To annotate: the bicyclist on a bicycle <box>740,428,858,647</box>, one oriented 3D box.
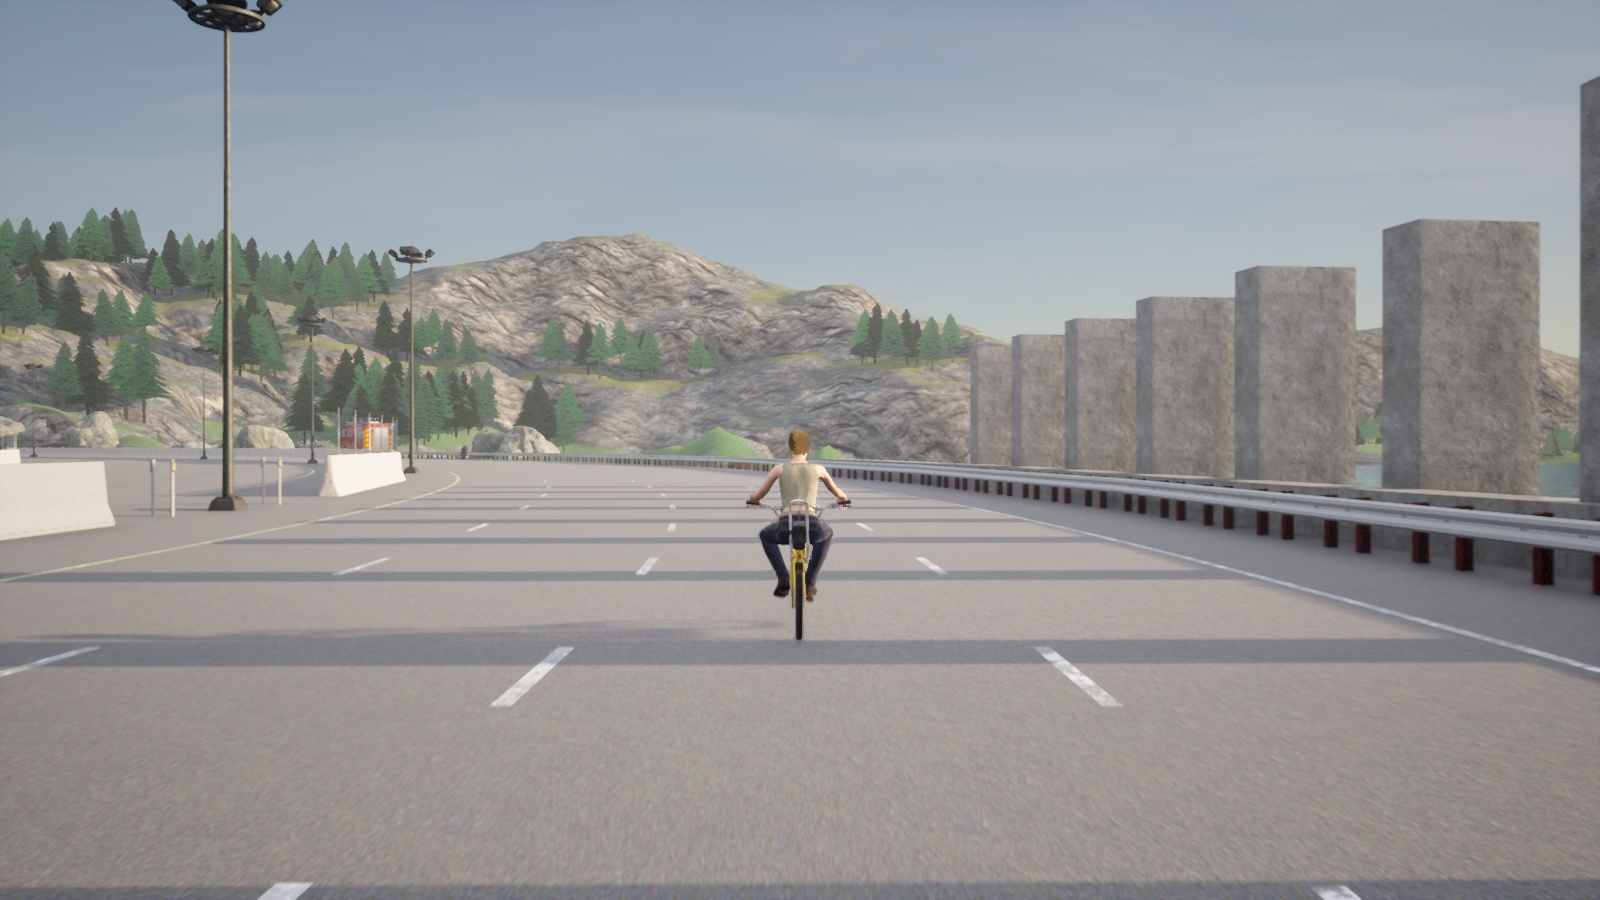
[{"bbox_3d":[-0.010,0.642,10.009,0.866,1.612,1.509,0,0,0],"label":"bicyclist on a bicycle"}]
